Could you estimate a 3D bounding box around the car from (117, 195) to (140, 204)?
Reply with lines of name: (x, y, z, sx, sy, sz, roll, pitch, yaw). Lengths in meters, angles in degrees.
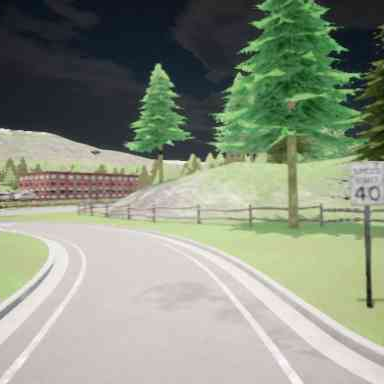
car: (-14.815, 1.996, 75.614, 1.812, 1.442, 4.674, -1, 0, 35)
